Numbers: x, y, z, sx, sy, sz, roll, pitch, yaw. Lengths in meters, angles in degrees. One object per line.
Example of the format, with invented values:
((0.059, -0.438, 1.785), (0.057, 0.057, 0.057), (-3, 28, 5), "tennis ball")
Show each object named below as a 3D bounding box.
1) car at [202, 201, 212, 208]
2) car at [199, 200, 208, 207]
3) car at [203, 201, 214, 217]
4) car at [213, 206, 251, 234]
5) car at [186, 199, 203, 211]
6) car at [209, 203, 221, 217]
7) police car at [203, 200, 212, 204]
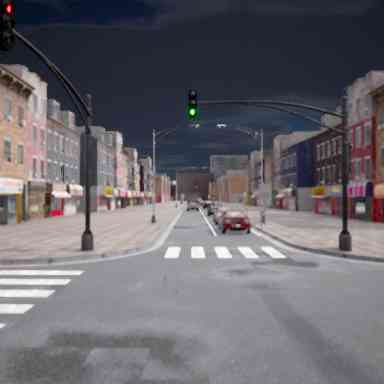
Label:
((3.024, 2.482, 66.479), (1.812, 1.442, 4.674), (0, -1, 0), "car")
((2.638, 2.584, 78.105), (1.967, 1.590, 4.097), (0, -1, 0), "car")
((2.638, 2.082, 38.351), (1.947, 1.339, 4.313), (0, -1, 0), "car")
((2.639, 1.822, 21.314), (1.887, 1.381, 4.507), (0, -1, 0), "car")
((0.110, 2.275, 52.207), (2.033, 1.411, 5.357), (0, -1, -1), "car")
((2.639, 1.882, 27.163), (1.752, 1.417, 4.829), (0, -1, 0), "car")
((3.009, 2.271, 59.592), (1.930, 1.638, 5.238), (0, -1, 0), "police car")
